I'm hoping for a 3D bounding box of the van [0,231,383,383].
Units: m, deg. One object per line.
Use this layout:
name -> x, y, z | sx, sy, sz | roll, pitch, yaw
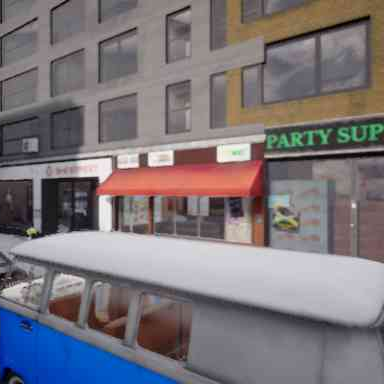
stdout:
van -> -0.256, 1.342, 2.992 | 3.998, 1.788, 1.690 | 0, 0, 36
